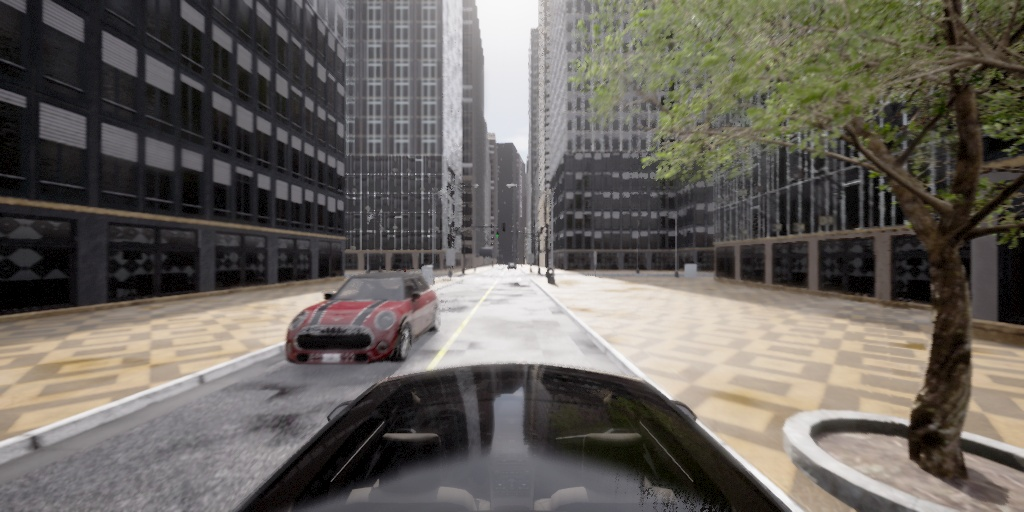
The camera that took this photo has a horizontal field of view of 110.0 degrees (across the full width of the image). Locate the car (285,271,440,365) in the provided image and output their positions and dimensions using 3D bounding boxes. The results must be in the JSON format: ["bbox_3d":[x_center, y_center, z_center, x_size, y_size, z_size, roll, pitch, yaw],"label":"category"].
[{"bbox_3d":[-3.099,1.192,8.414,2.097,1.767,4.553,0,-1,0],"label":"car"}]
